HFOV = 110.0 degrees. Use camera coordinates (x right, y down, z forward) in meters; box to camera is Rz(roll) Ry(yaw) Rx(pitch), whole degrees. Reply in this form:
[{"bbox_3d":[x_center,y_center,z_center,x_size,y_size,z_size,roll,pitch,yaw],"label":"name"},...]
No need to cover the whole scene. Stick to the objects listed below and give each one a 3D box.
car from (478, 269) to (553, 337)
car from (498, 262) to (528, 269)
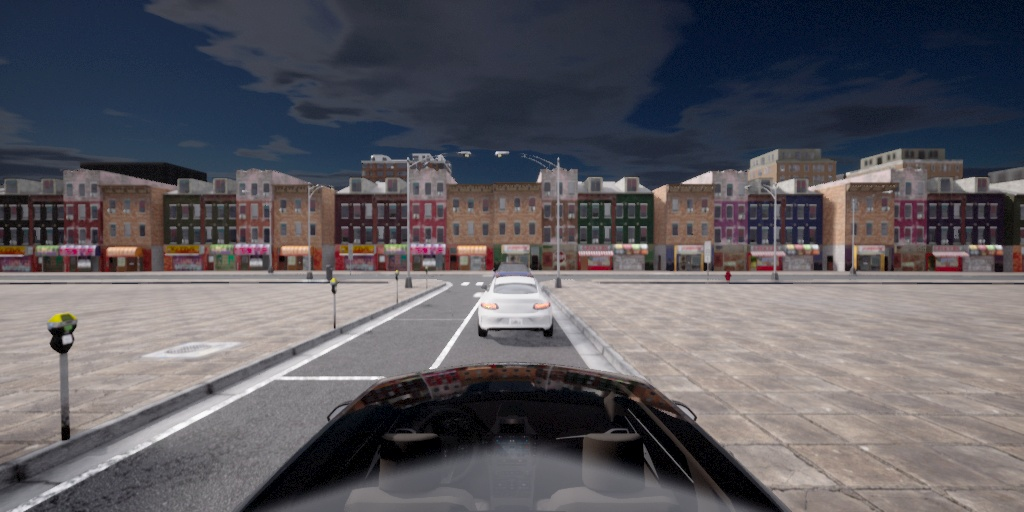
[{"bbox_3d":[0.081,1.267,10.137,1.812,1.442,4.674,0,0,0],"label":"car"},{"bbox_3d":[0.018,1.085,19.415,2.097,1.767,4.553,0,0,-1],"label":"car"}]
